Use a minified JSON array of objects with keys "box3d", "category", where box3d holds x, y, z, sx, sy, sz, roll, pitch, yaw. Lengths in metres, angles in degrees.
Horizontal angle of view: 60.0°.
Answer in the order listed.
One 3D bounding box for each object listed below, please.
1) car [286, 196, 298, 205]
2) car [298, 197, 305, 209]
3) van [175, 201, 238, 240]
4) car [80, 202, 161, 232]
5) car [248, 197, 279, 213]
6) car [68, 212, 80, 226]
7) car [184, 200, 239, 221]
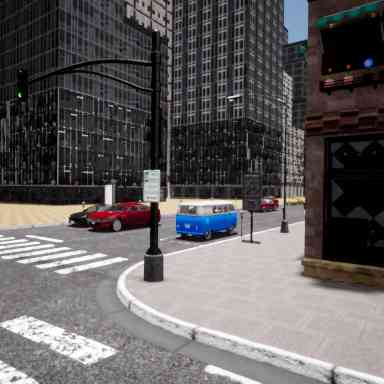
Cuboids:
[{"box3d":[16.447,1.364,53.271,1.752,1.417,4.829,1,1,36],"category":"car"},{"box3d":[15.655,1.429,42.299,2.128,1.511,4.902,1,1,36],"category":"car"},{"box3d":[0.862,1.368,17.019,1.690,1.788,3.998,1,1,36],"category":"van"},{"box3d":[-3.974,1.418,20.209,1.882,1.535,5.008,1,1,34],"category":"car"},{"box3d":[7.777,1.505,36.660,1.895,1.301,4.718,1,1,36],"category":"car"},{"box3d":[-5.960,1.467,21.892,1.947,1.339,4.313,1,1,36],"category":"car"},{"box3d":[1.780,1.469,28.268,2.033,1.411,5.357,1,1,36],"category":"car"}]
